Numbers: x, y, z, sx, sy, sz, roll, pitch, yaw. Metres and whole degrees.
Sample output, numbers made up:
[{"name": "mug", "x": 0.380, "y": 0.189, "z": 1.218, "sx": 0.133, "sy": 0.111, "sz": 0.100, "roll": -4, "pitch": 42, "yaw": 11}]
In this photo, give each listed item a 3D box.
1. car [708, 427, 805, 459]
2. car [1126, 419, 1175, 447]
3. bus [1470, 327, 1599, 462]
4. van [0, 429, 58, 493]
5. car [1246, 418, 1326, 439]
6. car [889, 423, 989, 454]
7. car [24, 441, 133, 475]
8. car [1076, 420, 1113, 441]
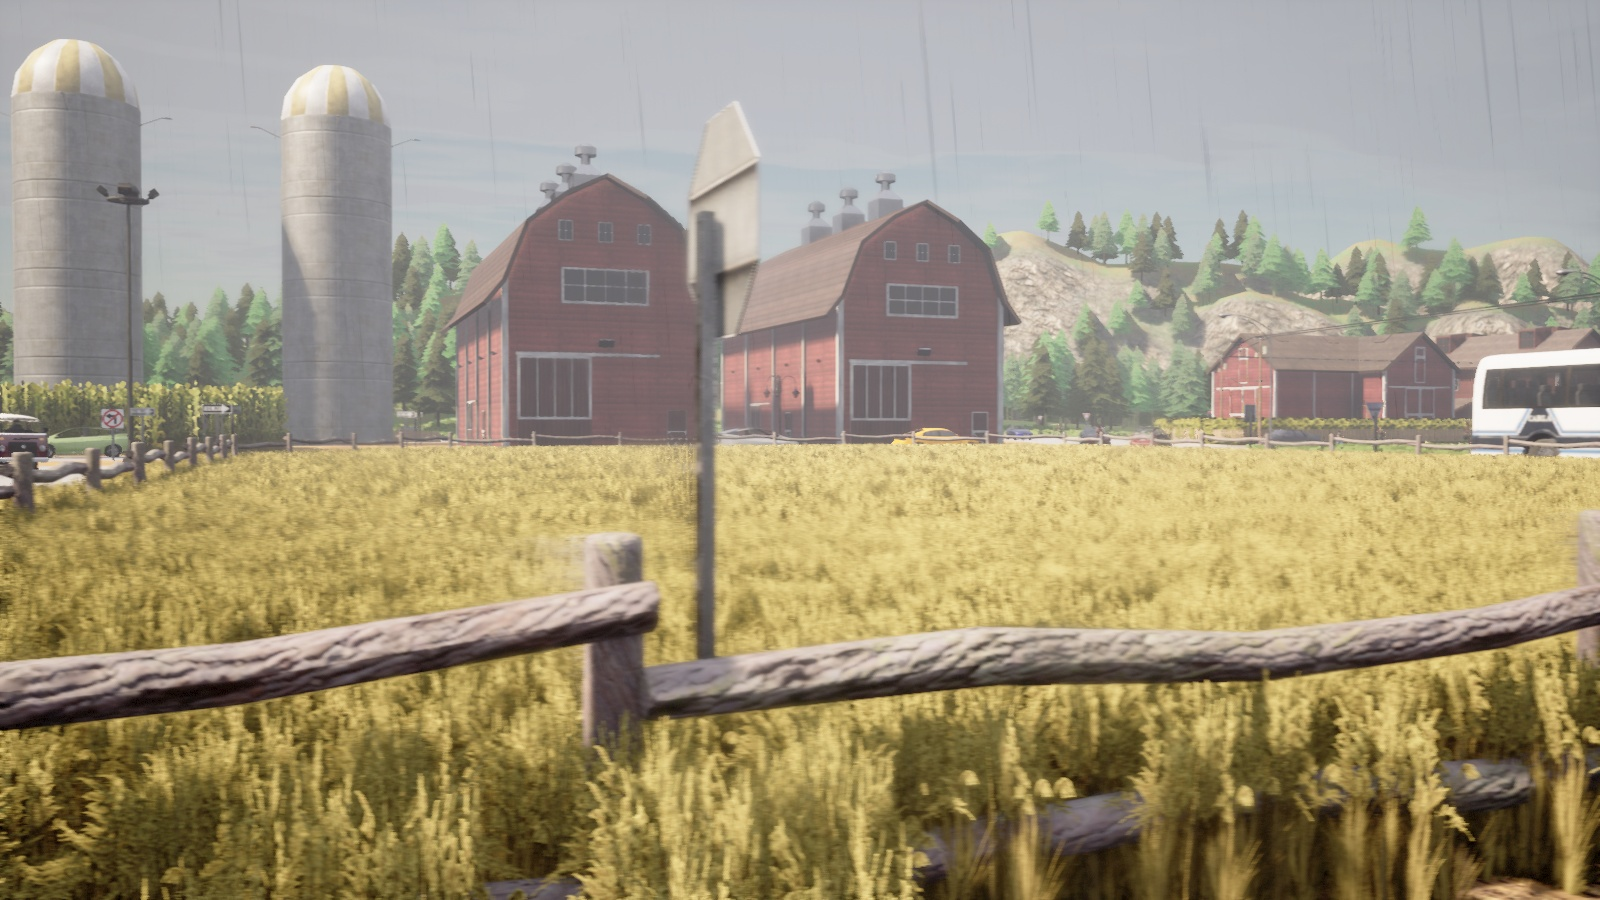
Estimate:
[{"name": "car", "x": -2.247, "y": -0.367, "z": 64.315, "sx": 4.514, "sy": 1.525, "sz": 2.007, "roll": -2, "pitch": 1, "yaw": -24}, {"name": "car", "x": 20.365, "y": -0.988, "z": 72.890, "sx": 1.789, "sy": 1.549, "sz": 3.705, "roll": 0, "pitch": 2, "yaw": 31}, {"name": "bus", "x": 27.286, "y": -1.808, "z": 40.107, "sx": 3.944, "sy": 4.253, "sz": 10.273, "roll": -2, "pitch": 1, "yaw": -21}, {"name": "van", "x": -27.070, "y": 0.350, "z": 42.184, "sx": 4.480, "sy": 2.038, "sz": 2.069, "roll": 0, "pitch": 0, "yaw": 36}, {"name": "car", "x": 35.302, "y": -1.560, "z": 91.172, "sx": 5.357, "sy": 1.411, "sz": 2.033, "roll": -2, "pitch": 1, "yaw": -20}, {"name": "car", "x": 7.572, "y": -0.616, "z": 68.394, "sx": 5.008, "sy": 1.535, "sz": 1.882, "roll": -2, "pitch": 1, "yaw": -18}, {"name": "car", "x": -35.455, "y": 0.355, "z": 61.748, "sx": 4.514, "sy": 1.525, "sz": 2.007, "roll": -2, "pitch": 1, "yaw": -32}, {"name": "car", "x": 21.547, "y": -1.442, "z": 92.084, "sx": 2.163, "sy": 1.488, "sz": 4.792, "roll": -1, "pitch": 1, "yaw": 7}]
